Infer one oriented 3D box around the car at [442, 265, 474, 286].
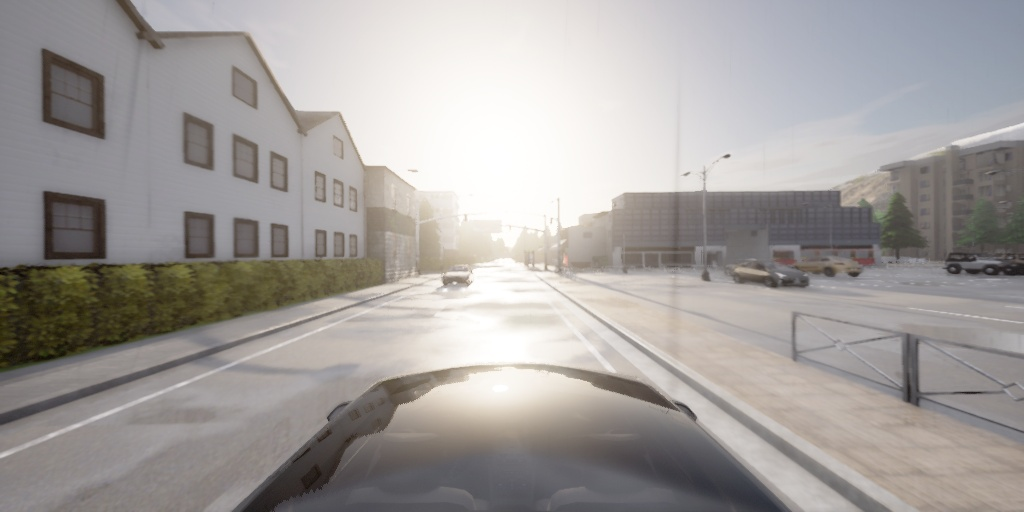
[{"bbox_3d":[-3.813,1.387,26.311,2.033,1.411,5.357,-1,0,-1],"label":"car"}]
